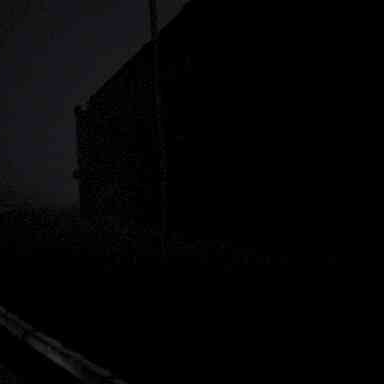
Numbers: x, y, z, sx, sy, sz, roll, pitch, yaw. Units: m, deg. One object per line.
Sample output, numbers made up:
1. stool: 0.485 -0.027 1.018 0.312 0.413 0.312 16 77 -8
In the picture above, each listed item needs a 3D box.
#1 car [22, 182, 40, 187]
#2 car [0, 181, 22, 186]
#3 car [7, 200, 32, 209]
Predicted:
1. car: -41.798 -1.749 84.339 2.185 1.767 4.553 -5 -3 24
2. car: -44.018 -1.744 79.279 2.097 1.535 5.008 -5 -3 25
3. car: -26.961 1.905 51.944 1.994 1.385 4.181 -4 0 5
